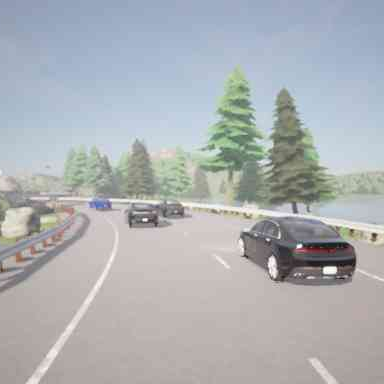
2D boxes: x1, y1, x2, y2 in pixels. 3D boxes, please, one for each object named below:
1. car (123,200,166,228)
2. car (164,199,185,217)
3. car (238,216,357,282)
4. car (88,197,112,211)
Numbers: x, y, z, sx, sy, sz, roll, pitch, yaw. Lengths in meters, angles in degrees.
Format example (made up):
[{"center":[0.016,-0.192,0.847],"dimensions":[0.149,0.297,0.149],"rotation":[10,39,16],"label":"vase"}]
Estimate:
[{"center":[-3.433,1.427,21.983],"dimensions":[2.128,1.511,4.902],"rotation":[0,0,-16],"label":"car"},{"center":[-2.136,1.395,29.022],"dimensions":[2.128,1.511,4.902],"rotation":[0,0,-21],"label":"car"},{"center":[2.712,1.457,9.661],"dimensions":[1.837,1.490,4.892],"rotation":[0,0,-7],"label":"car"},{"center":[-11.016,1.382,39.673],"dimensions":[1.882,1.535,5.008],"rotation":[0,0,-29],"label":"car"}]
